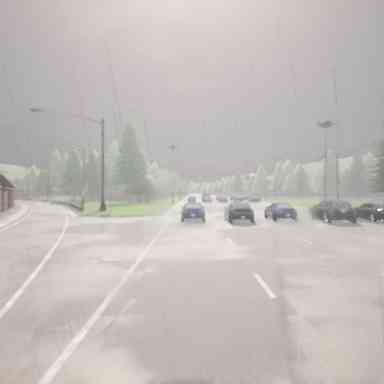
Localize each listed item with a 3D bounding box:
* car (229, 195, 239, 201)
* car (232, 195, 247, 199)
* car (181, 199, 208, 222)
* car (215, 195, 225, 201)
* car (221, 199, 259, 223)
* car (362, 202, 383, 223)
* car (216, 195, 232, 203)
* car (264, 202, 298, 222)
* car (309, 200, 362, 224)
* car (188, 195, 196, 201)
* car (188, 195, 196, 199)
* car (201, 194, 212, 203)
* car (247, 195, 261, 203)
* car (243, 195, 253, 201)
[{"bbox_3d":[10.473,1.456,83.432,1.837,1.490,4.892,0,0,0],"label":"car"},{"bbox_3d":[10.476,1.604,74.262,1.837,1.490,4.892,0,0,0],"label":"car"},{"bbox_3d":[0.091,1.566,26.808,1.812,1.442,4.674,0,0,0],"label":"car"},{"bbox_3d":[6.973,1.481,83.431,2.128,1.511,4.902,0,0,0],"label":"car"},{"bbox_3d":[3.592,1.543,25.750,1.837,1.490,4.892,0,0,0],"label":"car"},{"bbox_3d":[14.092,1.543,25.747,1.837,1.490,4.892,0,0,0],"label":"car"},{"bbox_3d":[6.976,1.629,74.261,2.128,1.511,4.902,0,0,0],"label":"car"},{"bbox_3d":[7.092,1.565,26.780,1.812,1.442,4.674,0,0,0],"label":"car"},{"bbox_3d":[10.590,1.390,25.387,2.097,1.767,4.553,0,0,0],"label":"car"},{"bbox_3d":[-0.027,1.481,83.429,2.128,1.511,4.902,0,0,0],"label":"car"},{"bbox_3d":[-0.024,1.629,74.258,2.128,1.511,4.902,0,0,0],"label":"car"},{"bbox_3d":[3.476,1.657,74.259,1.994,1.385,4.181,0,0,0],"label":"car"},{"bbox_3d":[13.976,1.582,74.263,1.882,1.535,5.008,0,0,0],"label":"car"},{"bbox_3d":[13.973,1.456,83.433,1.837,1.490,4.892,0,0,0],"label":"car"}]
